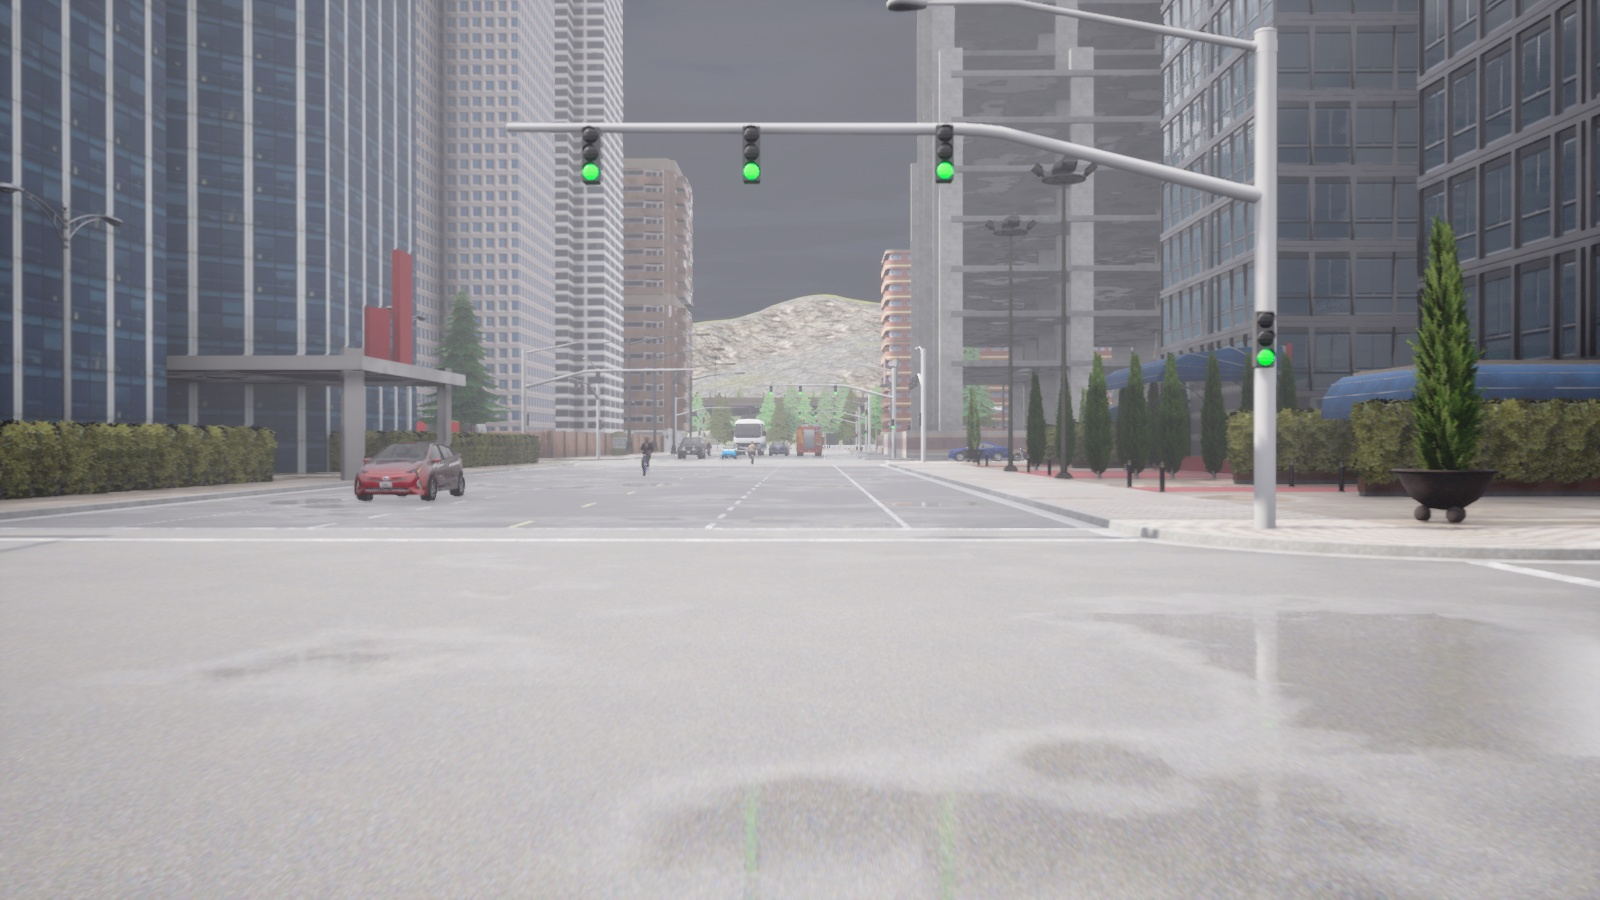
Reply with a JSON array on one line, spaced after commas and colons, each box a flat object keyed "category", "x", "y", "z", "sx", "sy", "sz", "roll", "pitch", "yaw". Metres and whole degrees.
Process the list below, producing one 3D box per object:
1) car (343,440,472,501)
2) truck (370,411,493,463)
[{"category": "car", "x": -10.295, "y": 0.495, "z": 33.323, "sx": 2.007, "sy": 1.525, "sz": 4.514, "roll": 0, "pitch": 0, "yaw": 0}, {"category": "truck", "x": -27.845, "y": -0.983, "z": 95.122, "sx": 8.468, "sy": 3.827, "sz": 2.891, "roll": 0, "pitch": 0, "yaw": 1}]
